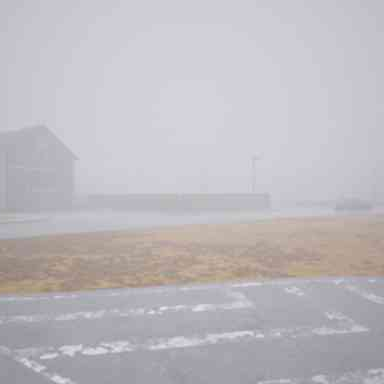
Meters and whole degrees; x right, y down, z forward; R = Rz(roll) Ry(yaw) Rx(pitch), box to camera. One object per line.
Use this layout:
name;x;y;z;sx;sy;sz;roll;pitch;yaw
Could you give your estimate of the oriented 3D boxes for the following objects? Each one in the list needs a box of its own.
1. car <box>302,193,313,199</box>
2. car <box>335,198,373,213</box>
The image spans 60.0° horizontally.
car;30.260;1.778;86.758;2.242;1.667;4.611;0;0;35
car;18.553;1.434;38.006;4.553;1.767;2.097;0;0;-28
